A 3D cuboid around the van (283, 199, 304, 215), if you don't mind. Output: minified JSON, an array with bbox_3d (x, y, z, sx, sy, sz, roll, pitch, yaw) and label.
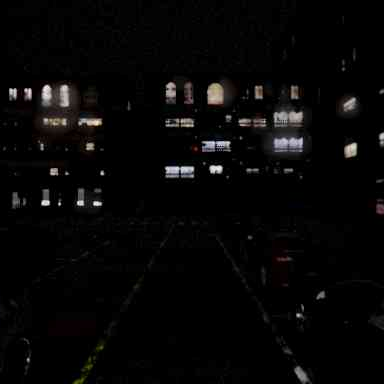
[{"bbox_3d":[13.089,1.786,40.063,3.998,1.788,1.690,0,-1,0],"label":"van"}]

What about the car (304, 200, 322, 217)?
[{"bbox_3d":[14.759,1.775,34.761,4.902,1.511,2.128,0,-1,0],"label":"car"}]

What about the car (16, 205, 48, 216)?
[{"bbox_3d":[-19.694,2.208,40.017,4.403,1.369,2.008,0,-1,0],"label":"car"}]

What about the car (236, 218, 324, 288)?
[{"bbox_3d":[2.575,1.658,9.362,1.887,1.381,4.507,1,-1,0],"label":"car"}]

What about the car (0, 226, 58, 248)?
[{"bbox_3d":[-5.272,1.680,9.338,1.947,1.339,4.313,1,-1,0],"label":"car"}]

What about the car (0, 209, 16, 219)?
[{"bbox_3d":[-19.653,1.908,31.882,4.097,1.590,1.967,0,-1,0],"label":"car"}]

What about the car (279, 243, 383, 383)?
[{"bbox_3d":[2.575,1.612,3.797,1.947,1.339,4.313,1,-1,0],"label":"car"}]

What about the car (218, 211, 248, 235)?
[{"bbox_3d":[2.577,1.817,20.488,1.947,1.339,4.313,1,-1,0],"label":"car"}]

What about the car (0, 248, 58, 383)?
[{"bbox_3d":[-2.850,1.578,2.460,2.033,1.411,5.357,0,-1,0],"label":"car"}]
